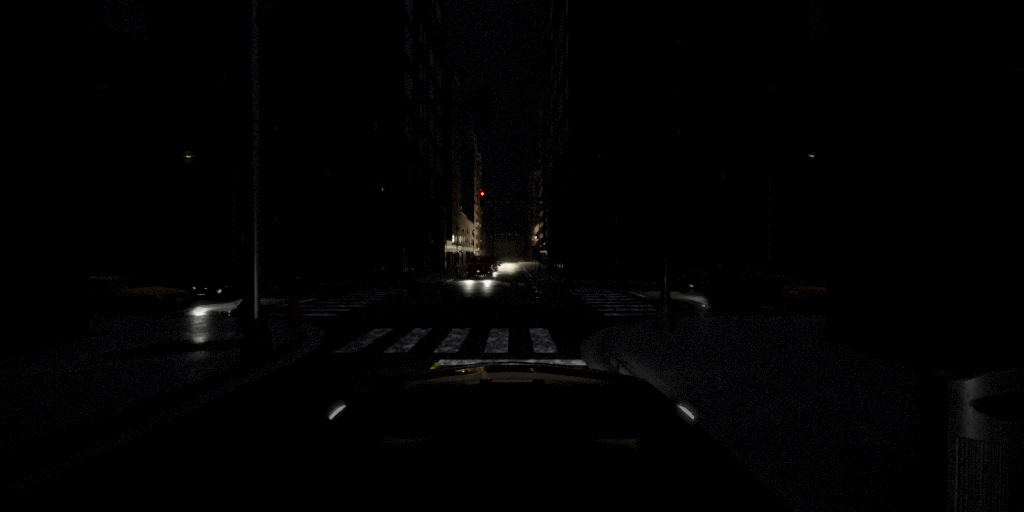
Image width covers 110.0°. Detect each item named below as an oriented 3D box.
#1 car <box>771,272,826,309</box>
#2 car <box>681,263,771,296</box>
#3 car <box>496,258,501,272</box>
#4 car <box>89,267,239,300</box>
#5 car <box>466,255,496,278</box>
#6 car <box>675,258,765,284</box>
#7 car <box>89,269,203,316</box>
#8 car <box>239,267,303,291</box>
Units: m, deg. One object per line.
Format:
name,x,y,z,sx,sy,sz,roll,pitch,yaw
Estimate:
car,12.481,1.280,12.949,4.829,1.417,1.751,0,0,0
car,11.584,1.255,18.433,4.674,1.442,1.812,0,0,0
car,-2.931,0.953,46.660,2.150,2.045,5.566,0,0,0
car,-15.026,1.270,15.475,4.892,1.490,1.837,0,0,1
car,-2.907,0.962,33.542,2.150,2.045,5.566,0,0,0
car,12.316,1.031,20.974,5.009,1.841,2.192,0,0,0
car,-14.402,1.303,12.936,4.829,1.417,1.751,0,0,0
car,-14.567,1.306,20.961,4.313,1.339,1.948,0,0,0
